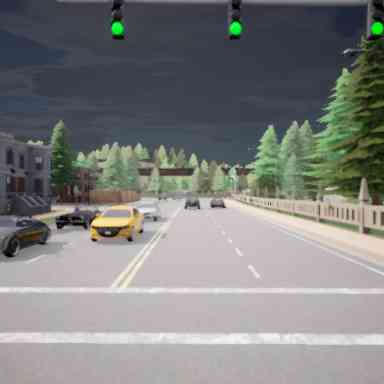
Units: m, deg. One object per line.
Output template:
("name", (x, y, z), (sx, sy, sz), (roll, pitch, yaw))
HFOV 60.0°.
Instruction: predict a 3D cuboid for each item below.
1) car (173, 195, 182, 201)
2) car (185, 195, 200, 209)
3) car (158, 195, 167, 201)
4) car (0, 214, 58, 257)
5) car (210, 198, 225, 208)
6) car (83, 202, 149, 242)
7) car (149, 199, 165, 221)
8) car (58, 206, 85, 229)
("car", (-3.487, 1.475, 79.372), (1.895, 1.301, 4.718), (0, 0, 0))
("car", (0.074, 1.340, 45.928), (2.097, 1.767, 4.553), (0, 0, 0))
("car", (-6.987, 1.380, 79.402), (1.837, 1.490, 4.892), (0, 0, 0))
("car", (-7.096, 1.561, 12.746), (1.994, 1.385, 4.181), (0, 0, 0))
("car", (3.608, 1.554, 47.447), (1.994, 1.385, 4.181), (0, 0, 0))
("car", (-3.592, 1.474, 16.717), (1.882, 1.535, 5.008), (0, 0, 0))
("car", (-3.557, 1.520, 26.883), (1.812, 1.442, 4.674), (0, 0, 1))
("car", (-7.083, 1.596, 21.498), (1.895, 1.301, 4.718), (0, 0, 0))
